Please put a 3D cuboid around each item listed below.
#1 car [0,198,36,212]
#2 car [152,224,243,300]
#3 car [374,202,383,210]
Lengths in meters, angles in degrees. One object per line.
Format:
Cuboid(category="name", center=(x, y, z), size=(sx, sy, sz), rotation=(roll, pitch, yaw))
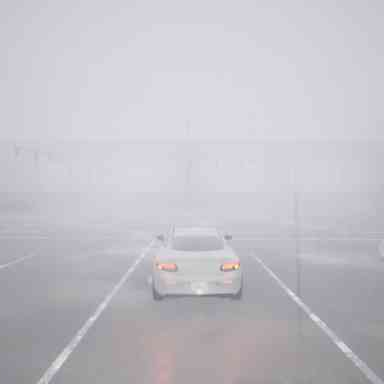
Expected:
Cuboid(category="car", center=(-21.023, 1.474, 39.084), size=(5.008, 1.535, 1.882), rotation=(0, 0, 2))
Cuboid(category="car", center=(0.073, 1.526, 8.251), size=(1.812, 1.442, 4.674), rotation=(0, 0, -1))
Cuboid(category="car", center=(23.300, 1.393, 37.886), size=(4.674, 1.442, 1.812), rotation=(-1, 0, 2))
